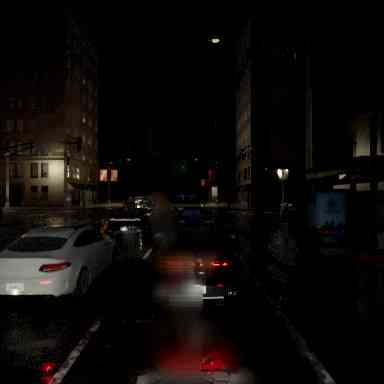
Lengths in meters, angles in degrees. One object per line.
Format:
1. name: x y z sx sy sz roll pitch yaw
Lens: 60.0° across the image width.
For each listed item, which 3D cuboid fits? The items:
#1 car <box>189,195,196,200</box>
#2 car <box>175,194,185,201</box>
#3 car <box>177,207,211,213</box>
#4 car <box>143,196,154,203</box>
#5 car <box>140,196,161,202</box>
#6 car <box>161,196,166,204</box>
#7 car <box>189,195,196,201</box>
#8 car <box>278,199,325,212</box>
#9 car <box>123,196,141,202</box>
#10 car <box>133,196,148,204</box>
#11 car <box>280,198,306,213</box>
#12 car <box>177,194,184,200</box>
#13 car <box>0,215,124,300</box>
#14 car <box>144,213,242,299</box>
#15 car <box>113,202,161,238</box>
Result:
1. car: 0.104 1.601 93.615 1.895 1.301 4.718 0 0 0
2. car: -3.158 1.533 82.754 2.128 1.511 4.902 0 0 0
3. car: 0.103 1.532 18.033 1.812 1.442 4.674 0 0 0
4. car: -9.669 1.543 73.685 1.812 1.442 4.674 0 0 0
5. car: -6.532 1.523 52.885 1.837 1.490 4.892 0 0 0
6. car: -6.494 1.544 61.909 1.812 1.442 4.674 0 0 1
7. car: 0.093 1.540 83.541 2.128 1.511 4.902 0 0 0
8. car: 13.140 1.608 40.108 5.008 1.535 1.882 0 -1 1
9. car: -9.777 1.523 53.342 1.837 1.490 4.892 0 0 0
10. car: -9.728 1.510 63.471 2.128 1.511 4.902 0 0 1
11. car: 12.499 1.437 36.857 4.553 1.767 2.097 0 -1 0
12. car: -3.147 1.317 93.173 1.882 1.535 5.008 0 0 0
13. car: -3.147 1.528 8.240 1.812 1.442 4.674 0 0 0
14. car: 0.102 1.508 8.403 1.837 1.490 4.892 0 0 0
15. car: -3.133 1.499 17.815 2.128 1.511 4.902 0 0 0
